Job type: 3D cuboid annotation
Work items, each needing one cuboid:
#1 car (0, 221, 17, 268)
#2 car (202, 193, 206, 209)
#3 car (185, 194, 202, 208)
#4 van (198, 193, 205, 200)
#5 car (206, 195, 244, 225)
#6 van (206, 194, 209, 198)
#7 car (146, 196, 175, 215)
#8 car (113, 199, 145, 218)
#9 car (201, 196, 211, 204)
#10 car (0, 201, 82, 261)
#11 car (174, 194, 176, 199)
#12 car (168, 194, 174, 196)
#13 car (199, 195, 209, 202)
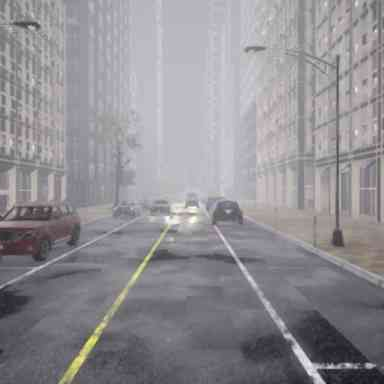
[{"bbox_3d":[-5.694,1.540,6.642,1.887,1.381,4.507,0,0,0],"label":"car"},{"bbox_3d":[2.680,1.264,40.831,2.192,1.841,5.009,0,0,0],"label":"car"},{"bbox_3d":[0.031,1.431,46.088,2.128,1.511,4.902,0,0,0],"label":"car"},{"bbox_3d":[2.674,1.152,92.117,1.690,1.788,3.998,0,0,0],"label":"van"},{"bbox_3d":[2.383,1.330,23.937,2.097,1.767,4.553,0,0,0],"label":"car"},{"bbox_3d":[2.681,1.299,35.132,1.690,1.788,3.998,0,0,0],"label":"van"},{"bbox_3d":[-3.102,1.438,33.688,1.882,1.535,5.008,0,0,0],"label":"car"},{"bbox_3d":[-5.698,1.407,29.435,1.967,1.590,4.097,0,0,0],"label":"car"},{"bbox_3d":[2.678,1.480,63.626,1.802,1.307,4.206,0,0,0],"label":"car"},{"bbox_3d":[-5.696,1.305,12.341,2.192,1.841,5.009,0,0,0],"label":"car"},{"bbox_3d":[-5.706,1.411,86.420,1.802,1.307,4.206,0,0,0],"label":"car"},{"bbox_3d":[-5.704,1.431,75.023,1.947,1.339,4.313,0,0,0],"label":"car"},{"bbox_3d":[2.677,1.410,75.023,1.887,1.381,4.507,0,0,0],"label":"car"}]
